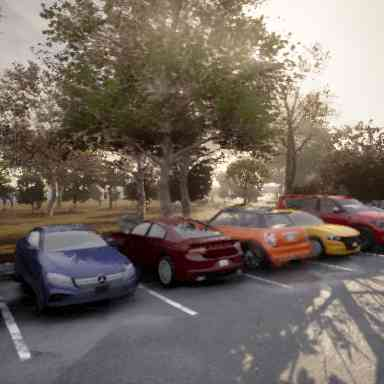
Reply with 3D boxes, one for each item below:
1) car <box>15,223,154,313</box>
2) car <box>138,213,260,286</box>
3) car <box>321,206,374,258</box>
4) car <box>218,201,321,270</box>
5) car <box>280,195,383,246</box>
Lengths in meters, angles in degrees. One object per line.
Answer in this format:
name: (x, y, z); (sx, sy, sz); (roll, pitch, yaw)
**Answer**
car: (-2.978, 1.510, 7.939); (2.002, 1.452, 4.674); (0, 0, -36)
car: (-0.707, 1.457, 9.550); (2.097, 1.535, 5.008); (0, 0, -36)
car: (3.821, 1.429, 12.794); (2.097, 1.535, 5.008); (0, 0, -35)
car: (1.574, 1.318, 11.146); (2.185, 1.767, 4.553); (0, 0, -35)
car: (6.107, 1.164, 14.386); (2.435, 2.045, 5.566); (0, 0, -36)
